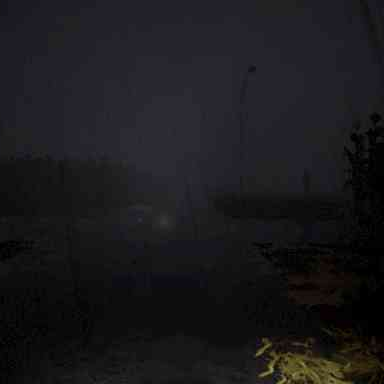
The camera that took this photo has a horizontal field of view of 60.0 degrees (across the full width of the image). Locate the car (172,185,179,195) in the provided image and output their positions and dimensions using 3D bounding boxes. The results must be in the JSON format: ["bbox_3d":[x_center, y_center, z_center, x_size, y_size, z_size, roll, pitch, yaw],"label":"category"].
[{"bbox_3d":[-3.113,-0.421,53.929,1.812,1.442,4.674,0,2,0],"label":"car"}]

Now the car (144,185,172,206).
[{"bbox_3d":[-3.105,0.422,29.814,1.882,1.535,5.008,0,3,0],"label":"car"}]
